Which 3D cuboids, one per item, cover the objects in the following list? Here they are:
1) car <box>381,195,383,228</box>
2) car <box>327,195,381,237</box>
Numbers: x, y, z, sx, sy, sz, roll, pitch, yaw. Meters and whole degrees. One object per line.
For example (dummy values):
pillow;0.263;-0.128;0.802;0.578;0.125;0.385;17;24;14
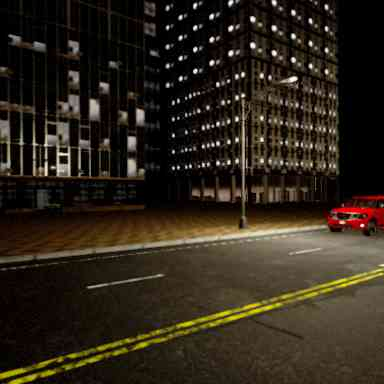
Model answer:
car;11.547;1.217;15.795;5.566;2.045;2.150;0;0;-35
car;9.933;1.218;18.634;5.566;2.045;2.150;0;0;-36
